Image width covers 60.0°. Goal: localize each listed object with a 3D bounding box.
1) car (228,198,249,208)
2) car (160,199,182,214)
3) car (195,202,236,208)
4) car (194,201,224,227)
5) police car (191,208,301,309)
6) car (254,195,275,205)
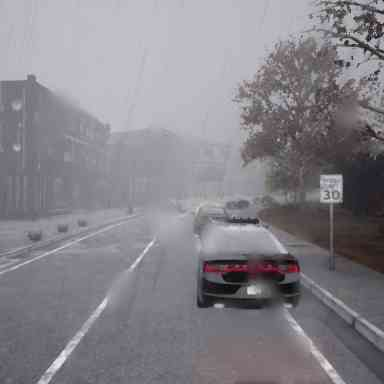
[{"bbox_3d":[6.399,1.518,46.172,1.895,1.301,4.718,0,0,28],"label":"car"},{"bbox_3d":[-2.217,1.534,36.067,1.812,1.442,4.674,0,0,6],"label":"car"},{"bbox_3d":[1.042,1.509,17.937,1.837,1.490,4.892,0,0,1],"label":"car"},{"bbox_3d":[1.262,1.481,23.783,1.882,1.535,5.008,0,0,4],"label":"car"},{"bbox_3d":[1.033,1.427,8.091,1.930,1.638,5.238,0,0,0],"label":"police car"},{"bbox_3d":[12.050,1.290,55.330,1.837,1.490,4.892,-1,1,40],"label":"car"}]
